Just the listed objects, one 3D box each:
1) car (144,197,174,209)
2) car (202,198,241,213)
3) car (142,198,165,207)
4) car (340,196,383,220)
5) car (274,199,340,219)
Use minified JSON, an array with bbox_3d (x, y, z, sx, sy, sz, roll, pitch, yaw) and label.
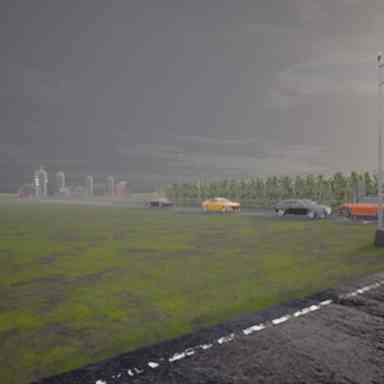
[{"bbox_3d":[-4.424,1.508,46.986,1.882,1.535,5.008,-1,0,-34],"label":"car"},{"bbox_3d":[3.114,1.389,35.885,1.882,1.535,5.008,-1,0,-34],"label":"car"},{"bbox_3d":[-6.360,1.633,54.982,1.994,1.385,4.181,-1,0,-34],"label":"car"},{"bbox_3d":[13.550,1.107,25.359,2.097,1.767,4.553,-1,0,-29],"label":"car"},{"bbox_3d":[9.001,1.311,27.243,2.128,1.511,4.902,-1,0,-34],"label":"car"}]
